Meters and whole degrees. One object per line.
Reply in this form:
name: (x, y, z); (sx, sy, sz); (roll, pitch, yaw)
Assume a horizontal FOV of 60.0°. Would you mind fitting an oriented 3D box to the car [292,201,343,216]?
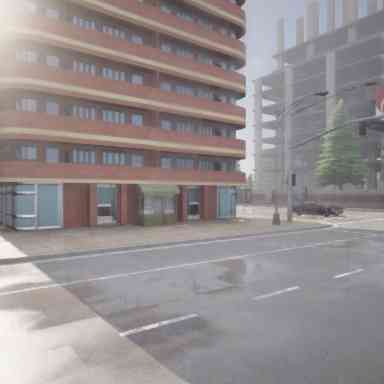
car: (12.093, 1.601, 32.423); (1.895, 1.301, 4.718); (0, 0, -36)
